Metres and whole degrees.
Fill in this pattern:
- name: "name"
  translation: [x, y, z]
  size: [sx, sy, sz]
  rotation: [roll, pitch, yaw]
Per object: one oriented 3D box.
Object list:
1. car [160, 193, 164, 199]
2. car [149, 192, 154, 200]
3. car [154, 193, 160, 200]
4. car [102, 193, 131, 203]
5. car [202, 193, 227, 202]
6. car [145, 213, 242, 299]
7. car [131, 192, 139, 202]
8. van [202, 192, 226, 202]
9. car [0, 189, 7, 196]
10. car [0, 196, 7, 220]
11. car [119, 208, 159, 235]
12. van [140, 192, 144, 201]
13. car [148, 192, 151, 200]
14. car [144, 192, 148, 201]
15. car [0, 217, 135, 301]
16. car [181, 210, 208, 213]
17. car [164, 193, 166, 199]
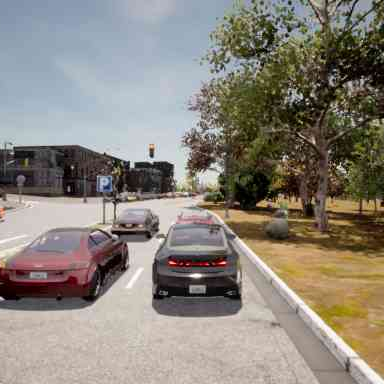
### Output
- name: "car"
  translation: [-11.046, 1.065, 89.708]
  size: [5.566, 2.045, 2.435]
  rotation: [-1, 0, -12]
- name: "car"
  translation: [-12.307, 1.359, 80.719]
  size: [4.674, 1.452, 2.002]
  rotation: [-1, 0, -13]
- name: "car"
  translation: [-11.494, 1.357, 86.702]
  size: [4.674, 1.452, 2.002]
  rotation: [-1, 0, -12]
- name: "car"
  translation: [-14.475, 1.358, 62.766]
  size: [4.792, 1.488, 2.163]
  rotation: [-1, 0, -15]
- name: "car"
  translation: [4.634, 1.141, 68.340]
  size: [4.553, 1.767, 2.185]
  rotation: [1, 0, -14]
- name: "car"
  translation: [0.104, 1.515, 8.447]
  size: [1.837, 1.490, 4.892]
  rotation: [0, 0, 0]
- name: "car"
  translation: [-13.831, 1.315, 65.759]
  size: [5.366, 1.575, 1.946]
  rotation: [-1, 0, -15]
- name: "van"
  translation: [4.252, 1.043, 65.370]
  size: [4.442, 1.987, 1.878]
  rotation: [1, 0, -14]
- name: "car"
  translation: [-31.191, 0.137, 53.626]
  size: [2.002, 1.452, 4.674]
  rotation: [6, -3, -19]
- name: "car"
  translation: [-16.639, 1.403, 24.959]
  size: [4.553, 1.767, 2.185]
  rotation: [-1, 0, -19]
- name: "car"
  translation: [-2.853, 1.572, 17.619]
  size: [2.033, 1.411, 5.357]
  rotation: [0, 0, 1]
- name: "van"
  translation: [-13.275, 1.093, 71.751]
  size: [4.442, 1.987, 1.878]
  rotation: [-1, 0, -14]
- name: "car"
  translation: [-12.677, 1.359, 77.718]
  size: [4.674, 1.452, 2.002]
  rotation: [-1, 0, -13]
- name: "car"
  translation: [-13.049, 1.321, 74.722]
  size: [4.892, 1.521, 2.231]
  rotation: [-1, 0, -14]
- name: "car"
  translation: [-2.905, 1.574, 8.400]
  size: [1.994, 1.385, 4.181]
  rotation: [0, 0, 1]
- name: "car"
  translation: [0.150, 1.625, 17.716]
  size: [1.895, 1.301, 4.718]
  rotation: [0, 0, 0]
- name: "car"
  translation: [-10.625, 1.316, 92.687]
  size: [5.008, 1.535, 2.097]
  rotation: [-1, 0, -12]
